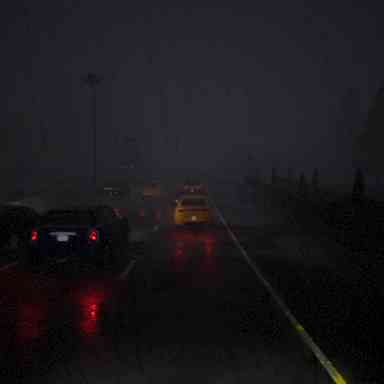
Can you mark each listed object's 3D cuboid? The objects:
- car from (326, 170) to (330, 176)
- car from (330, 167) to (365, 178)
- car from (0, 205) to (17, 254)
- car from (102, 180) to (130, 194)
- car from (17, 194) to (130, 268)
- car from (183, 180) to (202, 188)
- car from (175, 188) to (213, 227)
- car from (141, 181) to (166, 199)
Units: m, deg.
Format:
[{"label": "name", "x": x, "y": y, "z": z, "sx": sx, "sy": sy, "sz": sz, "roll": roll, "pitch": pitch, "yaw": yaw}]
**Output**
[{"label": "car", "x": 25.765, "y": -3.507, "z": 57.399, "sx": 4.902, "sy": 1.511, "sz": 2.128, "roll": 0, "pitch": 7, "yaw": 1}, {"label": "car", "x": 25.676, "y": -3.141, "z": 53.919, "sx": 5.008, "sy": 1.535, "sz": 1.882, "roll": 0, "pitch": 7, "yaw": 1}, {"label": "car", "x": -6.902, "y": 1.219, "z": 12.493, "sx": 1.882, "sy": 1.535, "sz": 5.008, "roll": 0, "pitch": 3, "yaw": 0}, {"label": "car", "x": -6.975, "y": -0.343, "z": 30.862, "sx": 2.128, "sy": 1.511, "sz": 4.902, "roll": 0, "pitch": 7, "yaw": 0}, {"label": "car", "x": -3.401, "y": 1.163, "z": 10.883, "sx": 2.097, "sy": 1.767, "sz": 4.553, "roll": 0, "pitch": 2, "yaw": 0}, {"label": "car", "x": 0.009, "y": -0.627, "z": 34.269, "sx": 1.895, "sy": 1.301, "sz": 4.718, "roll": 0, "pitch": 7, "yaw": 0}, {"label": "car", "x": 0.086, "y": 0.889, "z": 18.081, "sx": 1.882, "sy": 1.535, "sz": 5.008, "roll": 0, "pitch": 4, "yaw": 0}, {"label": "car", "x": -3.472, "y": -0.292, "z": 30.309, "sx": 1.882, "sy": 1.535, "sz": 5.008, "roll": 0, "pitch": 6, "yaw": 0}]
